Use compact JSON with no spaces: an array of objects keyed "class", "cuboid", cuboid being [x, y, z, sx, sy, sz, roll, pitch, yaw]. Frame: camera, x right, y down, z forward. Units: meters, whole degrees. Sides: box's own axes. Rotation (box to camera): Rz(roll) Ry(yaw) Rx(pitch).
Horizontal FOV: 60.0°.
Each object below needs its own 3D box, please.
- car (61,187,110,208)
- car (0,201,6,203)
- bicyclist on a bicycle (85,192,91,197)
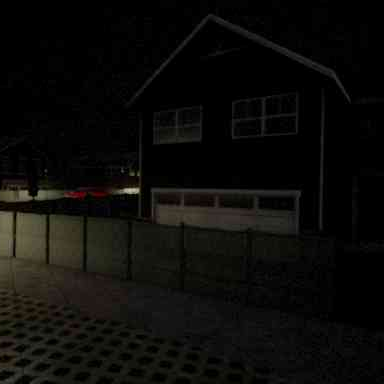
[{"class":"car","cuboid":[-10.608,0.513,33.403,2.150,2.045,5.566,1,1,25]},{"class":"car","cuboid":[-15.667,1.005,23.105,2.033,1.411,5.357,1,1,26]},{"class":"bicyclist on a bicycle","cuboid":[-7.918,0.790,25.451,1.656,1.620,0.582,1,1,27]}]
